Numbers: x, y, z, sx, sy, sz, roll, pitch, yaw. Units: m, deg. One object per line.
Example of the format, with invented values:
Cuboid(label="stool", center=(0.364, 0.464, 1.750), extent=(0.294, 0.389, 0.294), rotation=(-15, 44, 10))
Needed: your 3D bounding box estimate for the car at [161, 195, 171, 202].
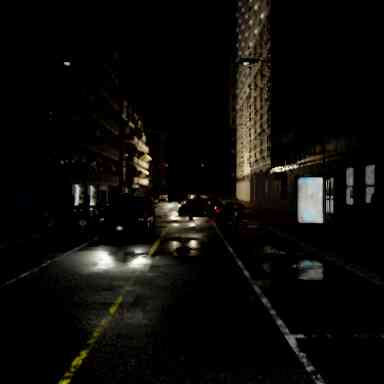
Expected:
Cuboid(label="car", center=(-5.741, 1.447, 73.325), extent=(1.802, 1.307, 4.206), rotation=(0, 0, 0))

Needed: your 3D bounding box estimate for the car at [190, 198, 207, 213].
Cuboid(label="car", center=(0.755, 1.426, 37.671), extent=(1.837, 1.490, 4.892), rotation=(0, 0, 1))

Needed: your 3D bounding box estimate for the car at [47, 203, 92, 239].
Cuboid(label="car", center=(-5.702, 1.403, 16.840), extent=(1.967, 1.590, 4.097), rotation=(0, 0, 0))

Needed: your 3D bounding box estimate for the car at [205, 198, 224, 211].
Cuboid(label="car", center=(2.663, 1.484, 39.440), extent=(1.947, 1.339, 4.313), rotation=(0, 0, 0))

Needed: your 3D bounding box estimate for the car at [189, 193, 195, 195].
Cuboid(label="car", center=(-0.043, 1.371, 63.341), extent=(2.128, 1.511, 4.902), rotation=(0, 0, 0))

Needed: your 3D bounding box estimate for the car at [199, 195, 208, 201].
Cuboid(label="car", center=(2.635, 1.409, 78.980), extent=(2.008, 1.369, 4.403), rotation=(0, 0, 0))

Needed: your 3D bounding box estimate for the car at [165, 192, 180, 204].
Cuboid(label="car", center=(-3.079, 1.101, 59.449), extent=(2.150, 2.045, 5.566), rotation=(0, 0, 1))

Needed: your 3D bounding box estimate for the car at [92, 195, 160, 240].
Cuboid(label="car", center=(-3.111, 1.184, 17.018), extent=(2.150, 2.045, 5.566), rotation=(0, 0, 0))

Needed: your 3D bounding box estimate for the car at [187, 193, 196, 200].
Cuboid(label="car", center=(-0.054, 1.082, 79.499), extent=(2.097, 1.767, 4.553), rotation=(0, 0, 0))

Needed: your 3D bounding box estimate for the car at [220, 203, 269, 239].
Cuboid(label="car", center=(2.678, 1.488, 17.016), extent=(1.752, 1.417, 4.829), rotation=(0, 0, 0))

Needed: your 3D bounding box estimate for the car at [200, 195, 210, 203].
Cuboid(label="car", center=(2.643, 1.418, 67.682), extent=(1.887, 1.381, 4.507), rotation=(0, 0, 0))

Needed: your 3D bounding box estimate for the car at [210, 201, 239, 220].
Cuboid(label="car", center=(2.670, 1.490, 28.143), extent=(2.008, 1.369, 4.403), rotation=(0, 0, 0))

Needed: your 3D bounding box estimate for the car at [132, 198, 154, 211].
Cuboid(label="car", center=(-5.718, 1.483, 39.434), extent=(1.947, 1.339, 4.313), rotation=(0, 0, 0))

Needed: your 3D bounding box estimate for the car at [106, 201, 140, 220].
Cuboid(label="car", center=(-5.710, 1.490, 28.137), extent=(2.008, 1.369, 4.403), rotation=(0, 0, 0))

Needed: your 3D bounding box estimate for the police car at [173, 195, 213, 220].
Cuboid(label="police car", center=(0.229, 1.365, 27.639), extent=(1.930, 1.638, 5.238), rotation=(0, 0, -18))

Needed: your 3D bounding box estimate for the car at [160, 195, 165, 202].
Cuboid(label="car", center=(-5.737, 1.313, 67.676), extent=(1.967, 1.590, 4.097), rotation=(0, 0, 0))

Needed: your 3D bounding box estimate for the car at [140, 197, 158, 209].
Cuboid(label="car", center=(-5.722, 1.433, 44.913), extent=(1.752, 1.417, 4.829), rotation=(0, 0, 0))

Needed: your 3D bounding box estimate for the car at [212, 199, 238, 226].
Cuboid(label="car", center=(2.675, 1.391, 22.493), extent=(1.967, 1.590, 4.097), rotation=(0, 0, 0))

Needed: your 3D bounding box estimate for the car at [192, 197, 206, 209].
Cuboid(label="car", center=(0.871, 1.437, 43.652), extent=(1.812, 1.442, 4.674), rotation=(0, 0, 0))
